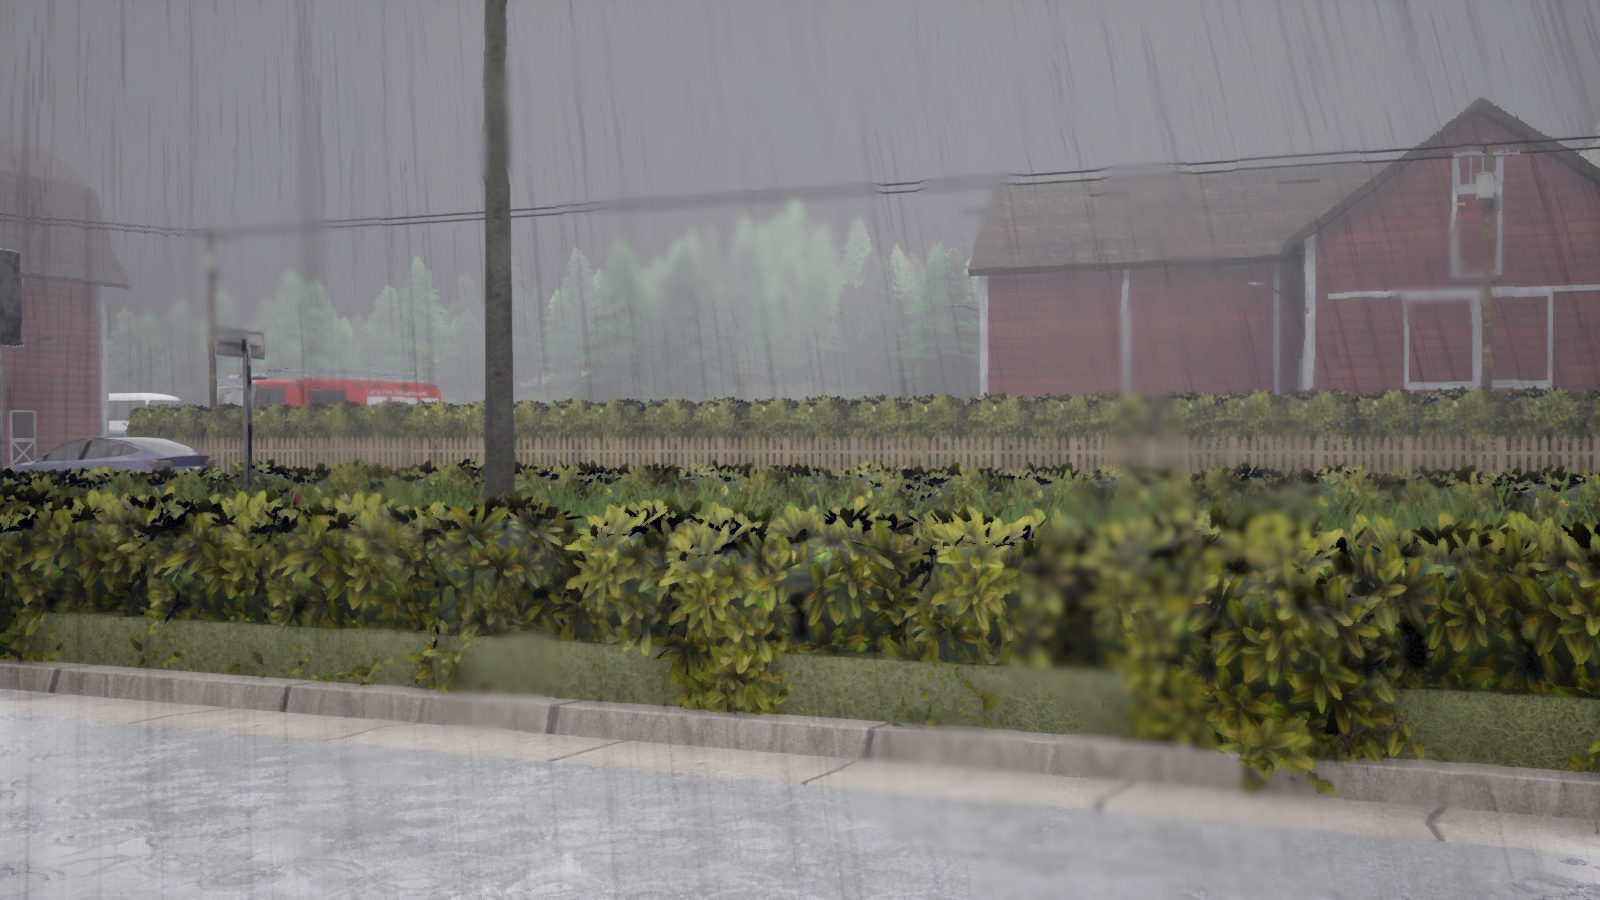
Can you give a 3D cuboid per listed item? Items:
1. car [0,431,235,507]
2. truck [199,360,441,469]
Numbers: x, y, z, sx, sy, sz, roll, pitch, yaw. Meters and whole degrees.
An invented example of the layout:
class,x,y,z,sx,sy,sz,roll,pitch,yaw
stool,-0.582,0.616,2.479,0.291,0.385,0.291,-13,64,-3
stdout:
class,x,y,z,sx,sy,sz,roll,pitch,yaw
car,-14.630,0.348,26.424,4.792,1.488,2.163,1,1,19
truck,-18.321,-1.334,48.543,2.891,3.827,8.468,1,1,38
